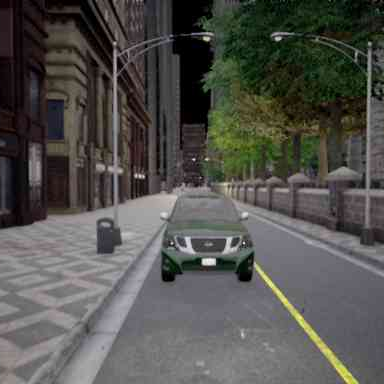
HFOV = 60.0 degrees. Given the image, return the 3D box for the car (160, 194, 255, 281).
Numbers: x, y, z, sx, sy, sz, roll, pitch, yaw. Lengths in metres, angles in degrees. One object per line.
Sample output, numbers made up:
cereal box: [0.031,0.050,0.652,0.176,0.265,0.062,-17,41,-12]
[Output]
car: [0.333,1.105,9.831,2.150,2.045,5.566,0,1,-1]
